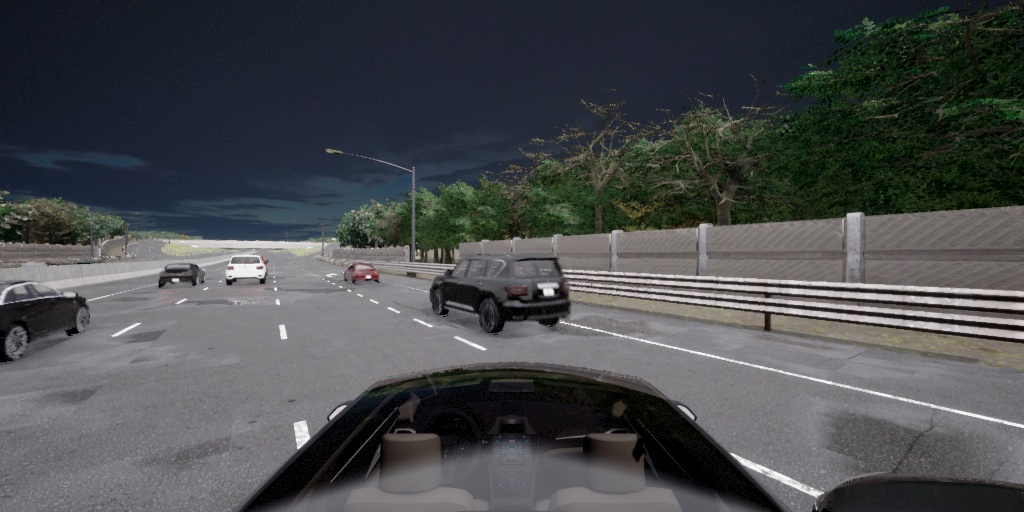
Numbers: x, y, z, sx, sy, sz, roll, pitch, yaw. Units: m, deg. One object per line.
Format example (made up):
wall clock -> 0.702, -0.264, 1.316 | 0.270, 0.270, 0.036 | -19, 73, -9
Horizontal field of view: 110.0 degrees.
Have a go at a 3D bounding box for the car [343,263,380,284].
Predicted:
car -> -11.219, 1.266, 26.702 | 1.812, 1.442, 4.674 | 0, 0, -34

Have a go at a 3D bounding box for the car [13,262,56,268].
car -> -38.060, 1.247, 28.679 | 1.812, 1.442, 4.674 | 0, 0, -34

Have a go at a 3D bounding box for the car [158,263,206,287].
car -> -22.197, 1.240, 24.214 | 1.837, 1.490, 4.892 | 0, 0, -34

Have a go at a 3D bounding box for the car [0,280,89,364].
car -> -10.880, 1.239, 7.421 | 2.128, 1.511, 4.902 | 0, 0, -34

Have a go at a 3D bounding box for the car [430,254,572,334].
car -> -0.611, 0.971, 10.985 | 2.150, 2.045, 5.566 | 0, 0, -34

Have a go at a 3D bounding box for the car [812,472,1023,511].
car -> 2.987, 1.315, 0.391 | 4.181, 1.385, 1.994 | 0, 0, 34

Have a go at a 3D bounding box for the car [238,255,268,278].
car -> -25.265, 0.947, 35.094 | 2.150, 2.045, 5.566 | 0, 0, -34

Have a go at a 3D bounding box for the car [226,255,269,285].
car -> -19.273, 0.957, 26.139 | 2.150, 2.045, 5.566 | 0, 0, -34
